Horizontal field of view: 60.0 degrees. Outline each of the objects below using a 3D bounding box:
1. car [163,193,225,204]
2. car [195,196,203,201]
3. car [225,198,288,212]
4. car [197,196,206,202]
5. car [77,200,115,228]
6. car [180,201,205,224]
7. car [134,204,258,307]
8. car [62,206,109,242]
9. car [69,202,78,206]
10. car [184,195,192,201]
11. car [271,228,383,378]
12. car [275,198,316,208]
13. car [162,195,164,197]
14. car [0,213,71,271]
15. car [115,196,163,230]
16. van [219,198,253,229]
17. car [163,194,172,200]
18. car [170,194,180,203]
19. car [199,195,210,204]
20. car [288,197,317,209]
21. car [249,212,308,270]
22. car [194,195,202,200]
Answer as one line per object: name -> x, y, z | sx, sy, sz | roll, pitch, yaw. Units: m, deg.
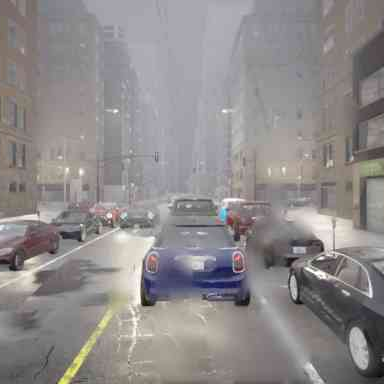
car -> 0.058, 1.222, 15.487 | 2.150, 2.045, 5.566 | 0, 0, 0
car -> 1.824, 1.638, 88.395 | 1.802, 1.307, 4.206 | 0, 0, -1
car -> 2.816, 1.315, 16.374 | 2.192, 1.841, 5.009 | 0, 0, 0
car -> 2.105, 1.620, 77.093 | 1.802, 1.307, 4.206 | 0, 0, -1
car -> -5.726, 1.440, 21.867 | 1.967, 1.590, 4.097 | 0, 0, 0
car -> 0.025, 1.526, 26.053 | 1.812, 1.442, 4.674 | 0, 0, -1
car -> 0.029, 1.352, 8.150 | 2.097, 1.767, 4.553 | 0, 0, -1
car -> -5.710, 1.566, 16.342 | 1.947, 1.339, 4.313 | 0, 0, 0
car -> -12.105, 1.569, 38.558 | 4.181, 1.385, 1.994 | 0, 0, -1
car -> -1.099, 1.614, 91.021 | 1.994, 1.385, 4.181 | 0, 0, -1
car -> 2.848, 1.551, 5.327 | 2.008, 1.369, 4.403 | 0, 0, 0
car -> 15.047, 1.540, 48.741 | 5.357, 1.411, 2.033 | 0, 0, 0
car -> -6.417, 1.478, 76.890 | 1.967, 1.590, 4.097 | 0, 0, -1
car -> -5.694, 1.582, 10.817 | 1.802, 1.307, 4.206 | 0, 0, 0
car -> -3.131, 1.351, 21.052 | 2.097, 1.767, 4.553 | 0, 0, 0
van -> 2.800, 1.341, 21.898 | 1.690, 1.788, 3.998 | 0, 0, 0
car -> -6.841, 1.389, 93.850 | 2.192, 1.841, 5.009 | 0, 0, -1
car -> -3.613, 1.387, 71.362 | 2.097, 1.767, 4.553 | 0, 0, -1
car -> 2.386, 1.466, 65.786 | 1.967, 1.590, 4.097 | 0, 0, -1
car -> 14.912, 1.480, 45.489 | 4.902, 1.511, 2.128 | 0, 0, 0
car -> 2.831, 1.566, 10.850 | 1.947, 1.339, 4.313 | 0, 0, 0
car -> 1.682, 1.618, 94.048 | 1.887, 1.381, 4.507 | 0, 0, -1
